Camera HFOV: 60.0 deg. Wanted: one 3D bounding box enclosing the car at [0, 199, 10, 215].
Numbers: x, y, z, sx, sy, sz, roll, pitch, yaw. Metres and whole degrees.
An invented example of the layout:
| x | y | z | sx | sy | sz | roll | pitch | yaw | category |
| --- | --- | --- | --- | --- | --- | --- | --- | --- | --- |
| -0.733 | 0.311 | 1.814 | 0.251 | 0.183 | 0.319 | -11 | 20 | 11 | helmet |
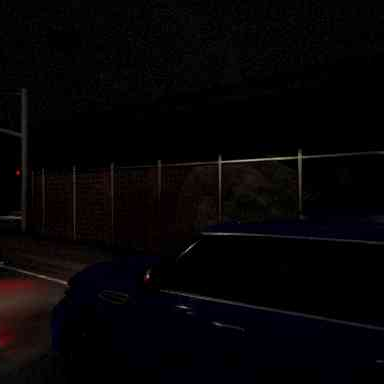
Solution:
| x | y | z | sx | sy | sz | roll | pitch | yaw | category |
| --- | --- | --- | --- | --- | --- | --- | --- | --- | --- |
| -20.160 | 1.407 | 31.891 | 2.097 | 1.767 | 4.553 | 0 | 0 | 37 | car |

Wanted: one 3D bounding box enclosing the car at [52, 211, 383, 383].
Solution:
| x | y | z | sx | sy | sz | roll | pitch | yaw | category |
| --- | --- | --- | --- | --- | --- | --- | --- | --- | --- |
| 0.953 | 1.221 | 3.310 | 5.566 | 2.045 | 2.150 | 0 | 0 | 35 | car |

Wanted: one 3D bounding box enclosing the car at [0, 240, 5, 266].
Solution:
| x | y | z | sx | sy | sz | roll | pitch | yaw | category |
| --- | --- | --- | --- | --- | --- | --- | --- | --- | --- |
| -7.061 | 1.491 | 9.027 | 4.902 | 1.511 | 2.128 | 0 | 0 | 33 | car |
